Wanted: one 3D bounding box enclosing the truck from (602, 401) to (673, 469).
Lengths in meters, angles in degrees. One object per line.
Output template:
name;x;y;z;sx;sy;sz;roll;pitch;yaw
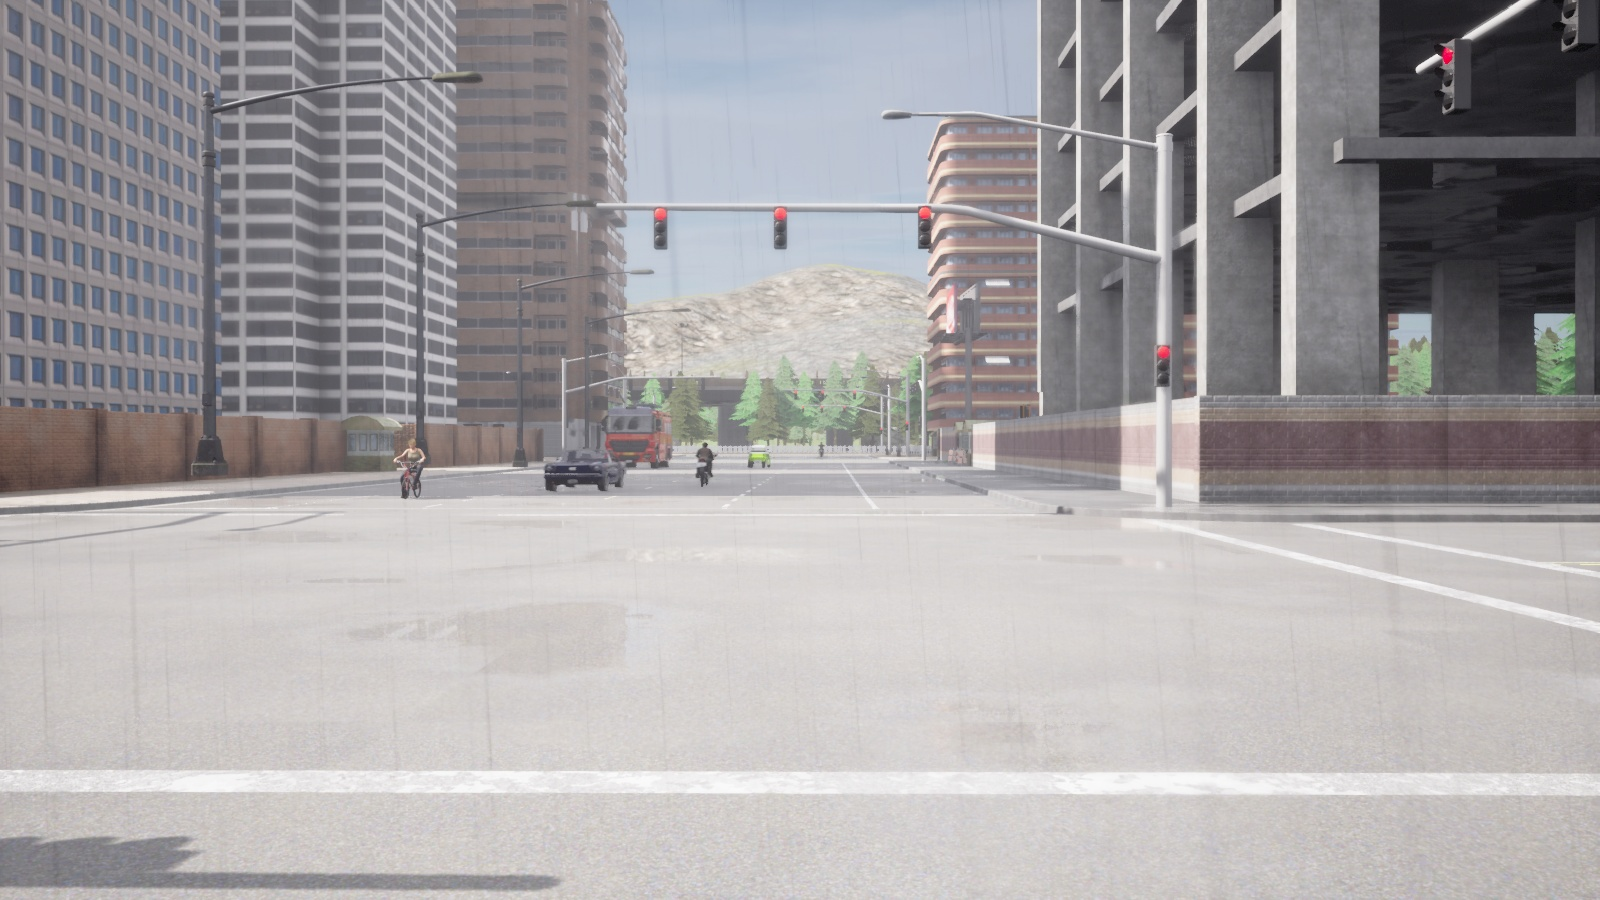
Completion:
truck;-9.537;-0.847;74.599;2.891;3.827;8.468;0;0;1

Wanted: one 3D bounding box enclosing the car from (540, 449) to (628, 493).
car;-6.813;0.616;40.008;1.895;1.301;4.718;0;0;1

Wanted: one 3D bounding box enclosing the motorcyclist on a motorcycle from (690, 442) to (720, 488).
motorcyclist on a motorcycle;-3.243;0.483;42.963;0.797;1.523;2.044;1;0;2

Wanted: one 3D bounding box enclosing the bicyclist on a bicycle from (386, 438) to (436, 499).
bicyclist on a bicycle;-10.439;0.484;33.733;0.866;1.612;1.509;0;0;1

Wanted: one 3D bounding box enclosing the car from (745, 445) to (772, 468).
car;-2.500;0.369;76.199;1.481;1.376;2.207;0;1;1
